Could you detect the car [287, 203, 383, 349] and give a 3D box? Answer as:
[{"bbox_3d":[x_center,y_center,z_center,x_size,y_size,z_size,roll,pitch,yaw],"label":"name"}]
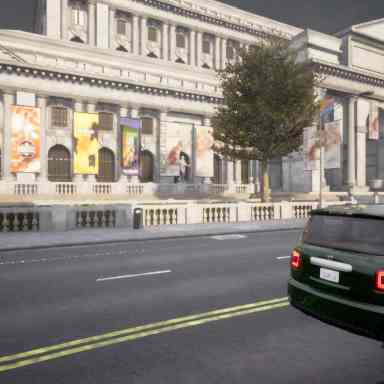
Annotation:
[{"bbox_3d":[4.202,1.221,5.841,5.566,2.045,2.150,0,0,-29],"label":"car"}]
